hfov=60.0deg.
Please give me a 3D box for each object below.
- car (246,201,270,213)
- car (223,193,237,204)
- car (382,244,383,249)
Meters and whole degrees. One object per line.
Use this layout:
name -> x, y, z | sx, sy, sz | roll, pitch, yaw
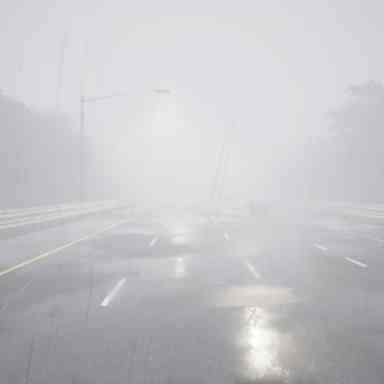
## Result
car -> 7.054, 1.602, 36.271 | 1.895, 1.301, 4.718 | 0, 0, 0
car -> 7.181, 1.206, 62.516 | 2.150, 2.045, 5.566 | 0, 0, 0
car -> 6.999, 1.603, 8.499 | 1.895, 1.301, 4.718 | 0, 0, 0
